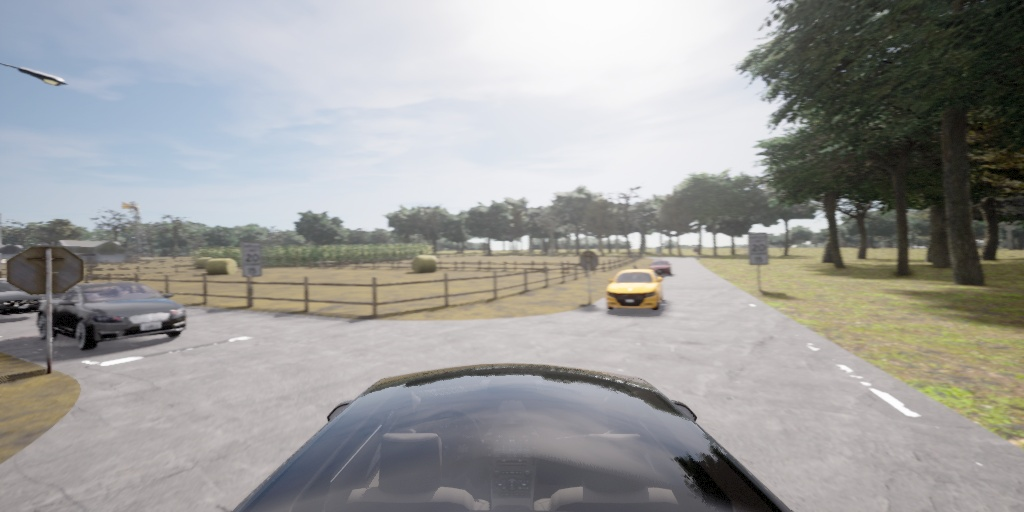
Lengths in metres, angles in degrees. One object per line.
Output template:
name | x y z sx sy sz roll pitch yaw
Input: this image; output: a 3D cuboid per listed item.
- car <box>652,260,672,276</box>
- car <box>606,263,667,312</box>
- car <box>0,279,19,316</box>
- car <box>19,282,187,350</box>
car | 14.350 1.112 34.633 1.882 1.535 5.008 -2 0 25
car | 5.180 1.290 14.910 1.882 1.535 5.008 -2 0 25
car | -20.067 1.677 14.152 4.892 1.490 1.837 -2 -1 25
car | -10.989 1.488 9.835 4.902 1.511 2.128 -1 -1 26
